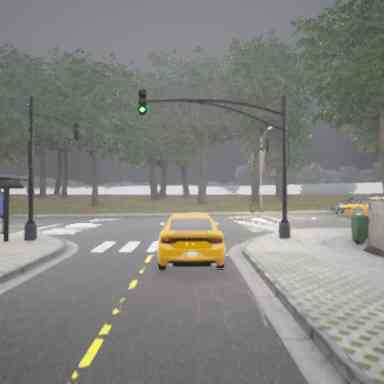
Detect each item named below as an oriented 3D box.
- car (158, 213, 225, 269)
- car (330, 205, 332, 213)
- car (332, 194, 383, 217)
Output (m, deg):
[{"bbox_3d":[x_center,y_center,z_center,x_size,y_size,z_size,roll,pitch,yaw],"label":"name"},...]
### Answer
[{"bbox_3d":[-0.065,1.442,11.020,1.882,1.535,5.008,0,0,-2],"label":"car"},{"bbox_3d":[14.305,1.067,28.616,4.553,1.767,2.097,-1,-1,0],"label":"car"},{"bbox_3d":[13.813,1.145,25.360,5.008,1.535,1.882,-1,-1,0],"label":"car"}]
